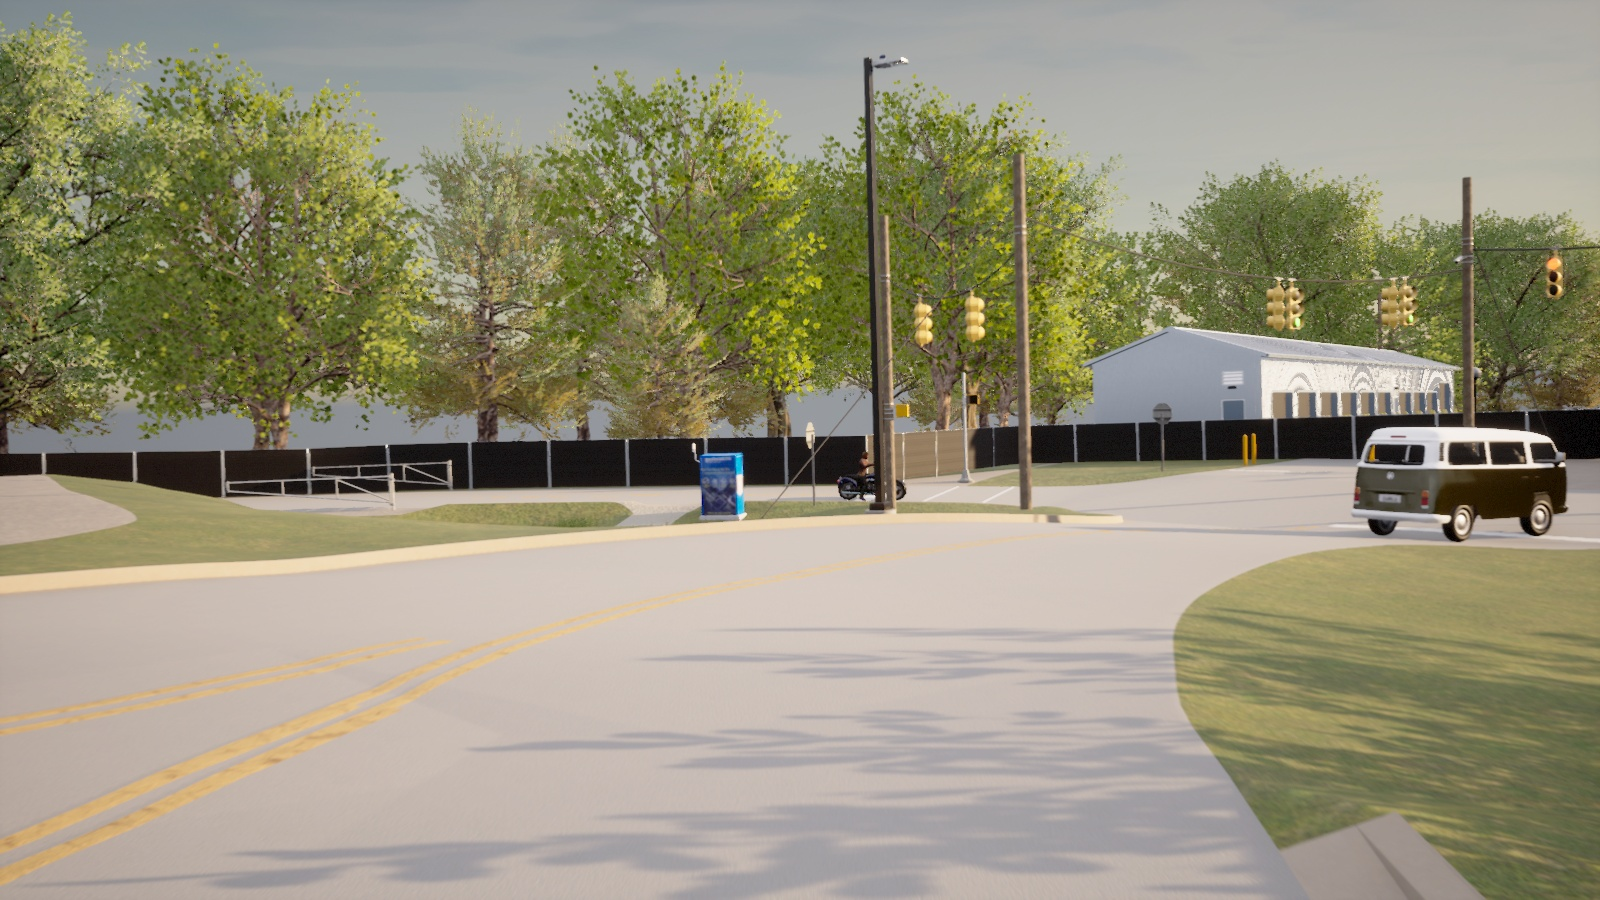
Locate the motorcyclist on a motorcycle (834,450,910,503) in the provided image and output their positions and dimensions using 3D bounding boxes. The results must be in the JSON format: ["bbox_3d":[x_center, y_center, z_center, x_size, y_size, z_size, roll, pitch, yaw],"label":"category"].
[{"bbox_3d":[2.342,0.859,40.977,2.350,1.649,0.766,0,3,19],"label":"motorcyclist on a motorcycle"}]

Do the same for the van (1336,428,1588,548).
[{"bbox_3d":[12.376,0.615,23.439,4.480,2.038,2.069,0,2,-30],"label":"van"}]
